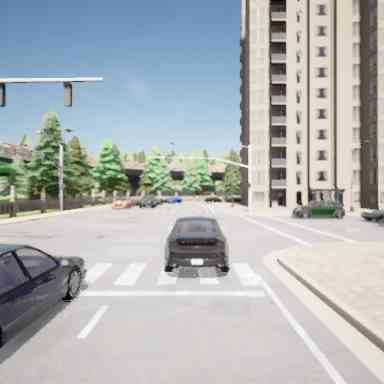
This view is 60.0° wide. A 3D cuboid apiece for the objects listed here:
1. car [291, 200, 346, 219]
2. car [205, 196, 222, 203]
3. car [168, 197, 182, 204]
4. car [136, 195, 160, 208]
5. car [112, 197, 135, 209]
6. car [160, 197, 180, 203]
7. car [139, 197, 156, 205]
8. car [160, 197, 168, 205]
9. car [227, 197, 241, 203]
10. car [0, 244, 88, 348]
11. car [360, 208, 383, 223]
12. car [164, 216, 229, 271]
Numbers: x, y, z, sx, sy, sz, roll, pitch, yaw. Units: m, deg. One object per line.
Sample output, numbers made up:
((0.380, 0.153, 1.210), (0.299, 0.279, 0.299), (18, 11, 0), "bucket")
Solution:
((11.556, 1.542, 30.695), (4.553, 1.767, 2.097), (0, 0, 1), "car")
((5.082, 1.838, 78.841), (1.837, 1.490, 4.892), (0, 0, 44), "car")
((-3.702, 1.784, 71.990), (1.882, 1.535, 5.008), (0, 0, 21), "car")
((-6.772, 1.441, 51.871), (2.150, 2.045, 5.566), (0, 0, 1), "car")
((-10.309, 1.558, 48.912), (2.097, 1.767, 4.553), (0, 0, 1), "car")
((-4.990, 1.867, 77.073), (2.033, 1.411, 5.357), (0, 0, 30), "car")
((-8.987, 1.811, 67.504), (1.812, 1.442, 4.674), (0, 0, 12), "car")
((-6.470, 1.754, 61.877), (2.128, 1.511, 4.902), (0, 0, 6), "car")
((10.440, 1.865, 78.957), (4.902, 1.511, 2.128), (0, 0, -37), "car")
((-3.394, 1.570, 5.396), (2.033, 1.411, 5.357), (0, 0, 0), "car")
((16.374, 1.778, 27.176), (4.718, 1.301, 1.895), (0, 0, 0), "car")
((0.147, 1.555, 11.087), (1.837, 1.490, 4.892), (0, 0, 0), "car")
